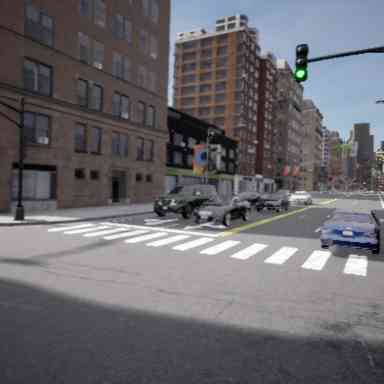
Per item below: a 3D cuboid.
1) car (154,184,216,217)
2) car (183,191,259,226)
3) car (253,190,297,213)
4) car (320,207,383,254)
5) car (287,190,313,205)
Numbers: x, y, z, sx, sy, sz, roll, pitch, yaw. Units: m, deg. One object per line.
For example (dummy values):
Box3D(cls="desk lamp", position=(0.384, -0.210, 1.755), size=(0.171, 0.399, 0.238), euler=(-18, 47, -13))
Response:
Box3D(cls="car", position=(-0.197, 0.529, 21.706), size=(2.150, 2.045, 5.566), euler=(3, 2, 29))
Box3D(cls="car", position=(1.816, 0.947, 18.674), size=(2.128, 1.511, 4.902), euler=(3, 2, 29))
Box3D(cls="car", position=(6.924, 0.855, 27.882), size=(2.033, 1.411, 5.357), euler=(3, 2, 29))
Box3D(cls="car", position=(6.108, 1.305, 12.625), size=(2.033, 1.411, 5.357), euler=(3, 2, 29))
Box3D(cls="car", position=(12.407, 0.680, 37.744), size=(1.812, 1.442, 4.674), euler=(2, 2, 28))
